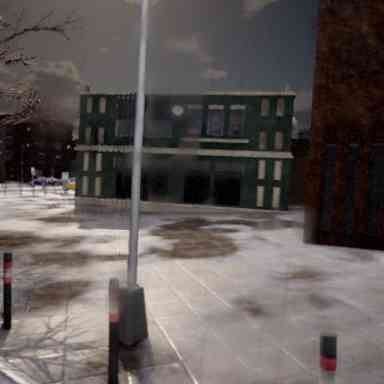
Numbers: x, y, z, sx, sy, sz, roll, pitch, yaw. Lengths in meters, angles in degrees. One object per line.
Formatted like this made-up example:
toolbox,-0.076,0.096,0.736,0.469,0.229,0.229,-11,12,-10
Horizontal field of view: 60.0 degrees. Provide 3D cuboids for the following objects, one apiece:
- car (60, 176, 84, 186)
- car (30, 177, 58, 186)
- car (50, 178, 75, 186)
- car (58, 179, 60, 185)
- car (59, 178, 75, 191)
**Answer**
car,-25.521,-2.291,70.733,4.553,1.767,2.185,4,3,20
car,-28.411,-2.065,62.981,4.553,1.767,2.185,4,3,20
car,-26.519,-2.051,68.168,4.674,1.452,2.002,4,3,20
car,-27.487,-2.015,65.587,5.008,1.535,2.097,4,3,20
car,-18.582,-1.021,53.893,1.882,1.535,5.008,4,3,20
